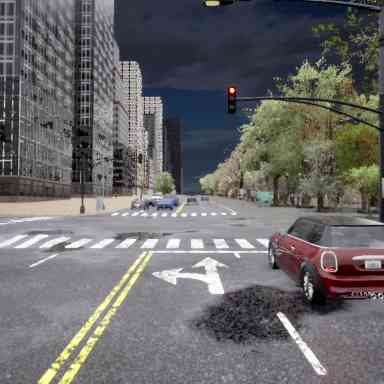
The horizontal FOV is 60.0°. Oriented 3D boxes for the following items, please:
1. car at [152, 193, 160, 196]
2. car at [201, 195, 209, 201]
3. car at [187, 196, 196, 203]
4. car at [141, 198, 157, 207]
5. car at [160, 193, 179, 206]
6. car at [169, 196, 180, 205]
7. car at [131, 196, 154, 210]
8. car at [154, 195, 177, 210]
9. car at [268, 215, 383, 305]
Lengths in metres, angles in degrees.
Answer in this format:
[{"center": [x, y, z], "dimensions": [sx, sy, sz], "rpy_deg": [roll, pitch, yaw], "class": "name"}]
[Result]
[{"center": [-6.599, 1.264, 62.702], "dimensions": [2.150, 2.045, 5.566], "rpy_deg": [0, 0, 1], "class": "car"}, {"center": [3.197, 1.585, 82.639], "dimensions": [2.128, 1.511, 4.902], "rpy_deg": [0, 0, 0], "class": "car"}, {"center": [-0.044, 1.573, 73.720], "dimensions": [1.812, 1.442, 4.674], "rpy_deg": [0, 0, 0], "class": "car"}, {"center": [-6.627, 1.636, 51.968], "dimensions": [1.895, 1.301, 4.718], "rpy_deg": [0, 0, 0], "class": "car"}, {"center": [-3.375, 1.257, 52.480], "dimensions": [2.150, 2.045, 5.566], "rpy_deg": [0, 0, 0], "class": "car"}, {"center": [-3.346, 1.569, 62.817], "dimensions": [1.812, 1.442, 4.674], "rpy_deg": [0, 0, 0], "class": "car"}, {"center": [-6.624, 1.521, 42.699], "dimensions": [2.128, 1.511, 4.902], "rpy_deg": [0, 0, 0], "class": "car"}, {"center": [-3.376, 1.507, 42.542], "dimensions": [1.882, 1.535, 5.008], "rpy_deg": [0, 0, 0], "class": "car"}, {"center": [3.341, 1.350, 8.265], "dimensions": [2.097, 1.767, 4.553], "rpy_deg": [-1, 0, 0], "class": "car"}]
